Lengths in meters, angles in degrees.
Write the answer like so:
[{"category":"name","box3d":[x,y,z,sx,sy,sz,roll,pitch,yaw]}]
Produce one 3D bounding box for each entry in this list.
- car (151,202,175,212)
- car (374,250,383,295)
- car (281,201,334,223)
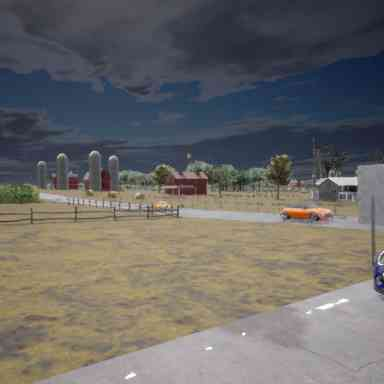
[{"category":"car","box3d":[-4.427,2.235,50.778,1.882,1.535,5.008,-1,1,-35]},{"category":"car","box3d":[5.994,1.349,7.369,4.553,1.767,2.097,0,0,-36]},{"category":"car","box3d":[10.367,1.730,30.036,2.097,1.767,4.553,-2,0,-35]}]
